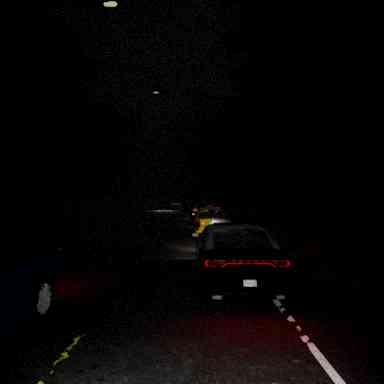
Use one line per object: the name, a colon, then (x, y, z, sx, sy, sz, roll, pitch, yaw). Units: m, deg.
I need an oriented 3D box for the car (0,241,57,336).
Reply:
car: (-3.607, 1.488, 4.580, 1.882, 1.535, 5.008, 0, 0, 0)

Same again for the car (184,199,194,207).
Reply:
car: (-0.579, 1.964, 59.425, 1.812, 1.442, 4.674, 0, -1, -1)

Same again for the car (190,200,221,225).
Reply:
car: (0.978, 1.517, 18.672, 1.801, 1.575, 5.366, -1, 0, 0)

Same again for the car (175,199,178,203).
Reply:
car: (-5.007, 2.563, 94.494, 1.895, 1.301, 4.718, 0, -1, -2)

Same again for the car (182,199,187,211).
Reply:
car: (-0.308, 1.780, 45.340, 2.128, 1.511, 4.902, 0, -1, 0)

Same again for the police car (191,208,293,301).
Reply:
police car: (1.040, 1.448, 8.578, 1.930, 1.638, 5.238, 0, 0, 0)

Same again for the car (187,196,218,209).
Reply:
car: (0.925, 1.316, 24.526, 2.150, 2.045, 5.566, -1, 0, -1)

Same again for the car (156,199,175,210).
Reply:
car: (-3.980, 1.854, 47.507, 2.033, 1.411, 5.357, 0, 0, -1)
